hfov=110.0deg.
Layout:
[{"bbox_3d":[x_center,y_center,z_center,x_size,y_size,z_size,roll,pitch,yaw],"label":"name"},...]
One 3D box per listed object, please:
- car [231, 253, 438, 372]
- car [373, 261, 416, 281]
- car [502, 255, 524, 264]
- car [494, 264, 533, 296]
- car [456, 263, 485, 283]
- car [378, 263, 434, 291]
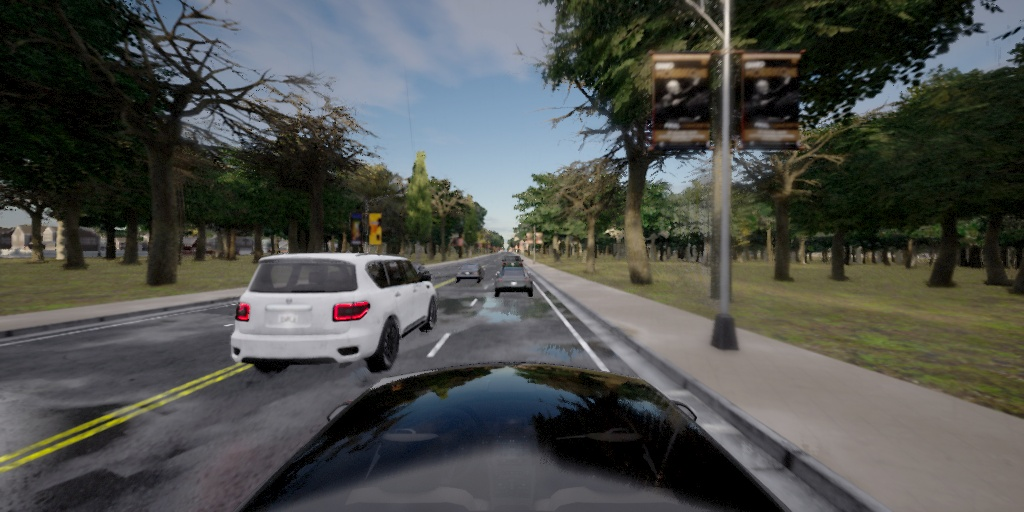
[{"bbox_3d":[-3.151,0.965,7.732,2.150,2.045,5.566,0,0,0],"label":"car"},{"bbox_3d":[-9.787,1.202,30.313,1.882,1.535,5.008,0,0,0],"label":"car"},{"bbox_3d":[0.088,0.931,38.209,2.150,2.045,5.566,0,0,0],"label":"car"},{"bbox_3d":[0.094,1.298,19.359,1.994,1.385,4.181,0,0,0],"label":"car"},{"bbox_3d":[-3.162,1.276,27.863,2.033,1.411,5.357,0,0,0],"label":"car"},{"bbox_3d":[-6.586,1.223,22.920,2.128,1.511,4.902,0,0,0],"label":"car"}]
